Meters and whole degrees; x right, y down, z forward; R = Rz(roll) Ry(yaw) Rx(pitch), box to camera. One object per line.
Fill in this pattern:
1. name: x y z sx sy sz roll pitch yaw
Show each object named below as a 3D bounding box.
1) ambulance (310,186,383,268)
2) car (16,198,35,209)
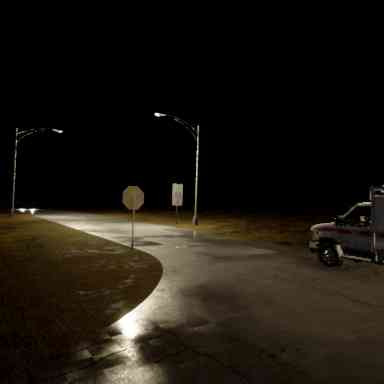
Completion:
1. ambulance: 6.215 1.036 8.588 2.351 2.431 6.366 -1 0 -35
2. car: -23.274 1.593 46.499 1.994 1.385 4.181 3 -2 -35
